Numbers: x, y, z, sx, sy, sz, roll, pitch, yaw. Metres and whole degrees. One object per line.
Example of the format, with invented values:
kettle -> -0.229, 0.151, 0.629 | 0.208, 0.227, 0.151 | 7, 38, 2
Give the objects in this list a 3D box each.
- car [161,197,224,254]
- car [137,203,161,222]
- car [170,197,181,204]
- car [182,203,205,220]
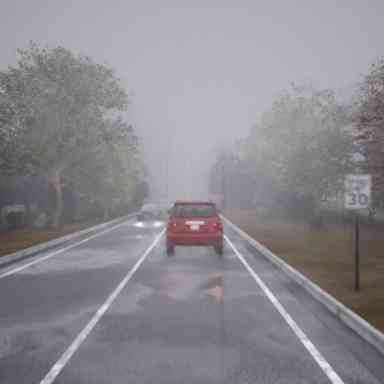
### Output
car -> 0.102, 1.341, 14.286 | 2.150, 2.045, 5.566 | 0, 0, 0
car -> -3.592, 1.723, 29.017 | 1.812, 1.442, 4.674 | 0, 0, 0
car -> -3.487, 1.839, 70.231 | 1.994, 1.385, 4.181 | 0, 0, 0
car -> 0.103, 1.770, 31.067 | 1.994, 1.385, 4.181 | 0, 0, 0
